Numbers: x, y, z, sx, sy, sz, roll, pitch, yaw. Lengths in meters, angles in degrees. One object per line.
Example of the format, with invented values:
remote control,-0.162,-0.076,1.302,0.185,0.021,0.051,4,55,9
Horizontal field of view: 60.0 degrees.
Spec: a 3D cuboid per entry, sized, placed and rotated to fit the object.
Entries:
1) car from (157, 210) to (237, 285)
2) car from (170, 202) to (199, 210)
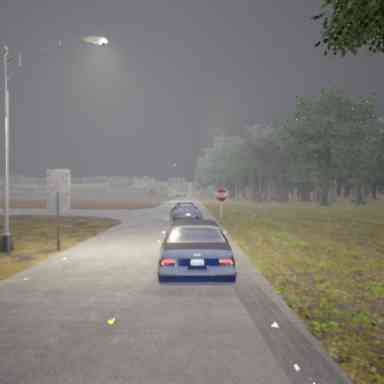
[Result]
car,0.075,1.477,9.353,2.033,1.411,5.357,0,0,-1
car,-0.529,1.408,23.422,1.994,1.385,4.181,0,0,-8
